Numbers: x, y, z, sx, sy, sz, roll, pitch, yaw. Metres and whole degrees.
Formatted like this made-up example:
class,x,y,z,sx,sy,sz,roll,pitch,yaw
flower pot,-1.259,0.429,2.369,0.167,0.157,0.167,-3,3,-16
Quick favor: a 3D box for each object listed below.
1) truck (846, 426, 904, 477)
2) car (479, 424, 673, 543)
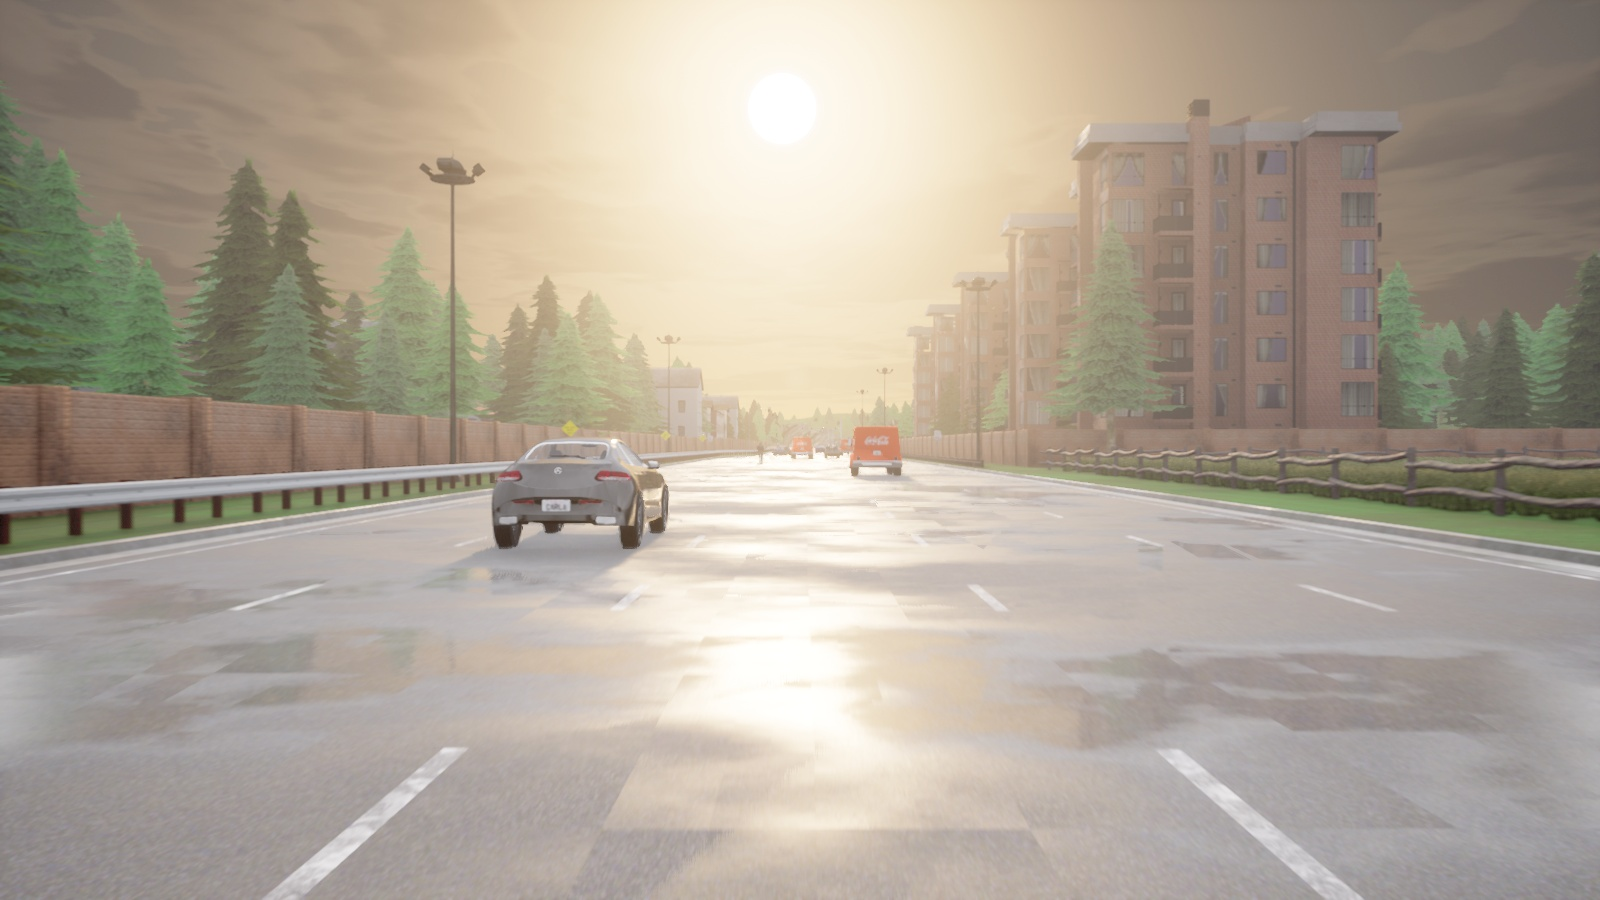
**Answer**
class,x,y,z,sx,sy,sz,roll,pitch,yaw
truck,3.750,0.052,63.516,2.627,2.467,5.204,0,0,0
car,-3.370,0.456,19.972,2.152,1.651,5.027,0,0,0
